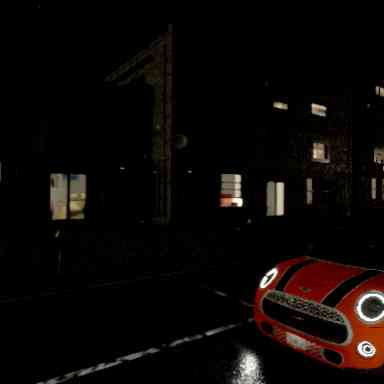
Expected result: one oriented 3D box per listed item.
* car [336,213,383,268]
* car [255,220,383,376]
[{"bbox_3d":[7.254,1.523,11.674,4.829,1.417,1.752,0,1,-35],"label":"car"},{"bbox_3d":[3.191,1.350,5.634,4.553,1.767,2.097,0,0,-35],"label":"car"}]
